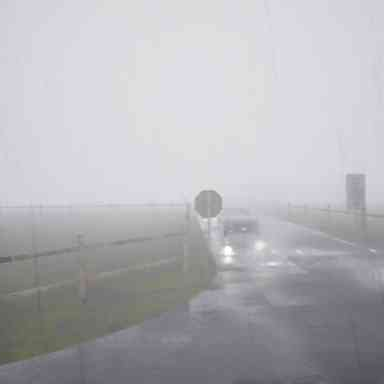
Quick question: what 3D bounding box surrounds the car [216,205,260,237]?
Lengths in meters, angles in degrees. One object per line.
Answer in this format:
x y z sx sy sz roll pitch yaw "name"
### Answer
2.467 1.515 18.649 1.882 1.535 5.008 -1 0 -1 "car"
